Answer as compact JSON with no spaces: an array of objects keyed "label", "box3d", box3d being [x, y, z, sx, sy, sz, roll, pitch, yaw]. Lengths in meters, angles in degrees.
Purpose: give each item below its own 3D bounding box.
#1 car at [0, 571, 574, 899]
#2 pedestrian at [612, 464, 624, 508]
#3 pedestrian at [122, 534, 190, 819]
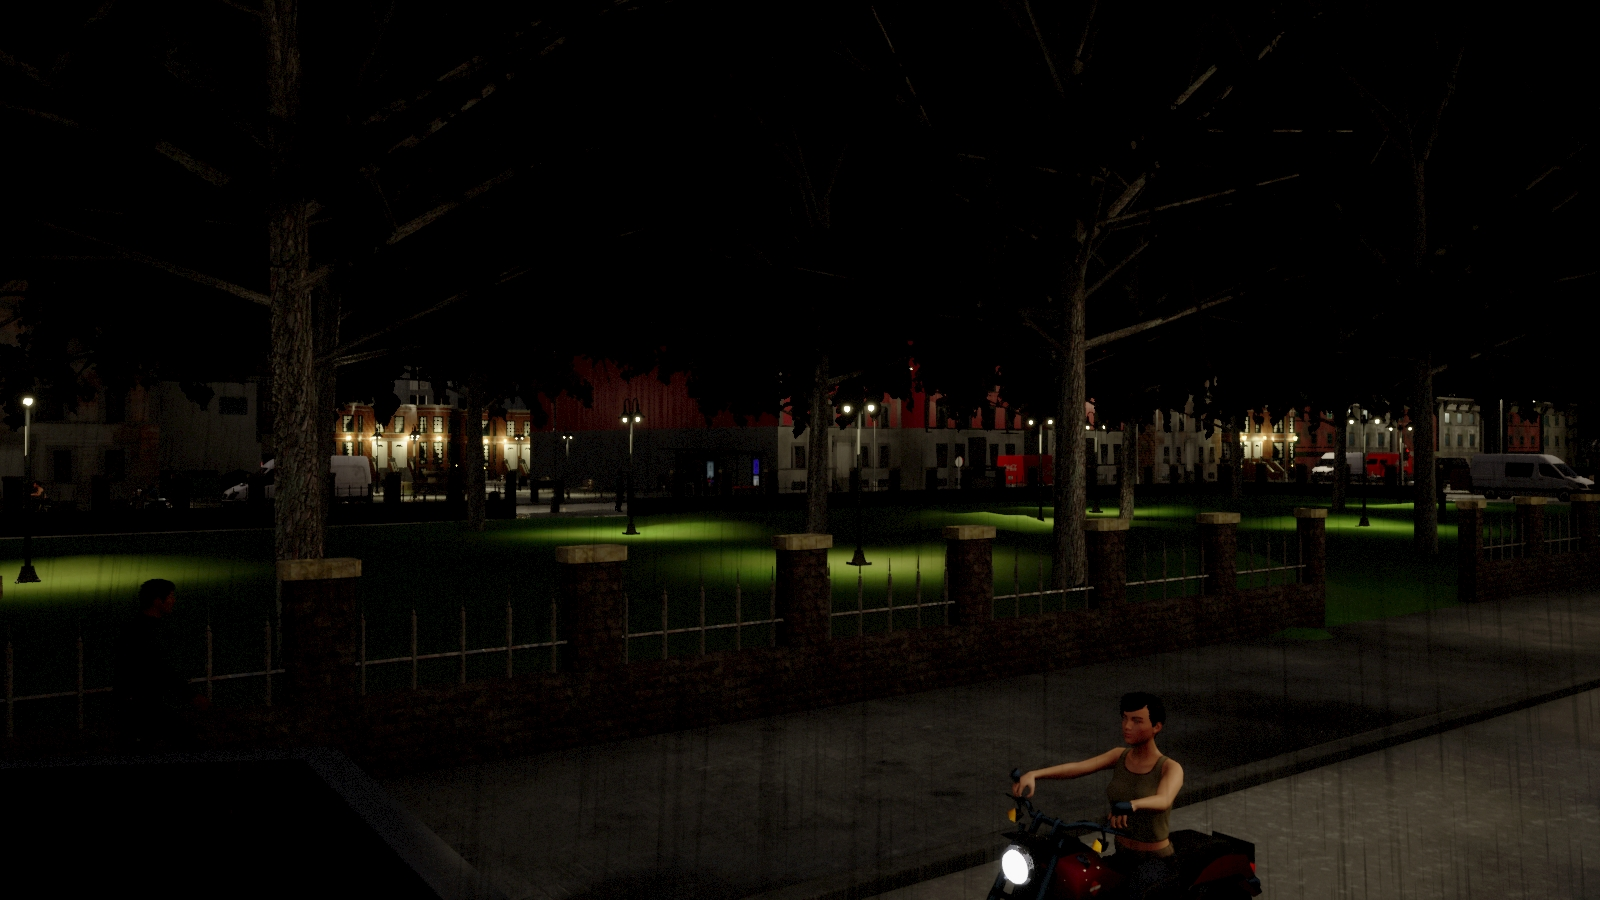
[{"label":"car","box3d":[-3.767,1.534,1.768,6.274,2.098,2.390,0,0,-35]},{"label":"pedestrian","box3d":[-7.725,1.516,48.432,0.375,1.860,0.375,0,0,-35]},{"label":"pedestrian","box3d":[-4.427,1.524,7.849,0.375,1.860,0.375,0,0,-35]}]
